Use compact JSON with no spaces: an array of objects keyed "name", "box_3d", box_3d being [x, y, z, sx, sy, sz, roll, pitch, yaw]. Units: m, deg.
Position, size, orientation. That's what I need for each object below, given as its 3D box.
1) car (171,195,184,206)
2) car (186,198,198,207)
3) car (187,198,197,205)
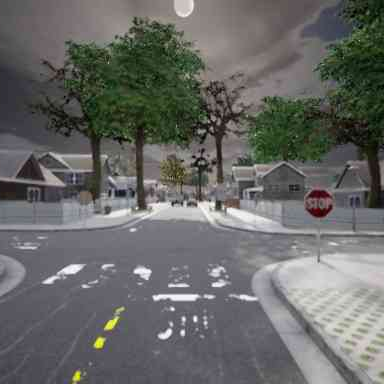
[{"name":"car","box_3d":[-2.742,1.607,62.972,2.150,2.045,5.566,0,-1,0]},{"name":"car","box_3d":[0.009,1.854,57.963,1.812,1.442,4.674,0,-1,0]},{"name":"car","box_3d":[0.009,1.947,68.001,1.837,1.490,4.892,0,-1,0]}]
